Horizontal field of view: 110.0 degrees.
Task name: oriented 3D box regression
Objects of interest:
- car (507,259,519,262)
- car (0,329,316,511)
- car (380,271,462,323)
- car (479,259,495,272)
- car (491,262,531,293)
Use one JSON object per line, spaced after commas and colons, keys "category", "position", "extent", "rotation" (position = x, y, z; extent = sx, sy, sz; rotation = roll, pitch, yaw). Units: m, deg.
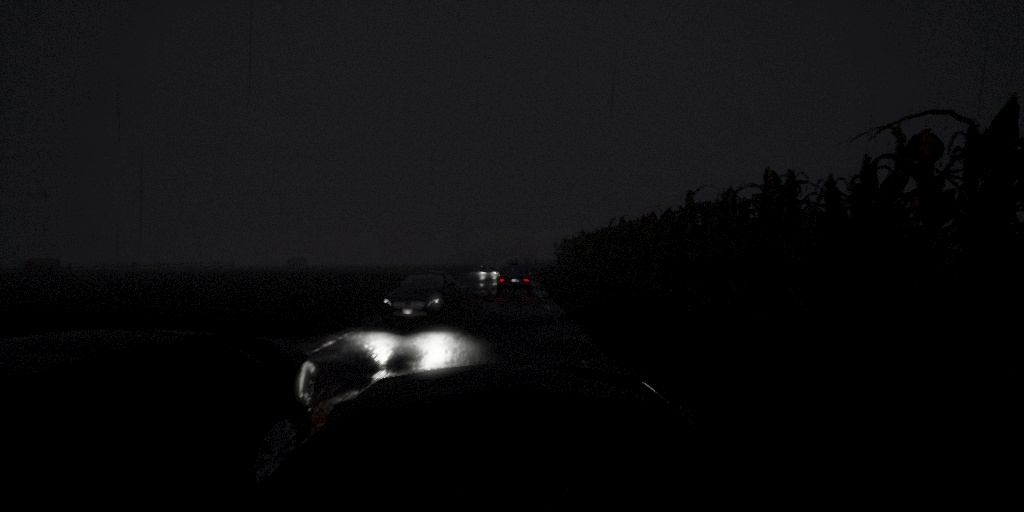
{"category": "car", "position": [0.094, 1.135, 41.172], "extent": [1.837, 1.490, 4.892], "rotation": [0, 0, 0]}
{"category": "car", "position": [-2.843, 1.257, 1.588], "extent": [1.837, 1.490, 4.892], "rotation": [0, 0, 0]}
{"category": "car", "position": [-2.812, 1.243, 12.057], "extent": [1.812, 1.442, 4.674], "rotation": [0, 0, 0]}
{"category": "car", "position": [-2.837, 1.147, 44.134], "extent": [1.812, 1.442, 4.674], "rotation": [0, 0, 0]}
{"category": "car", "position": [0.099, 1.240, 20.210], "extent": [2.033, 1.411, 5.357], "rotation": [0, 0, 0]}
